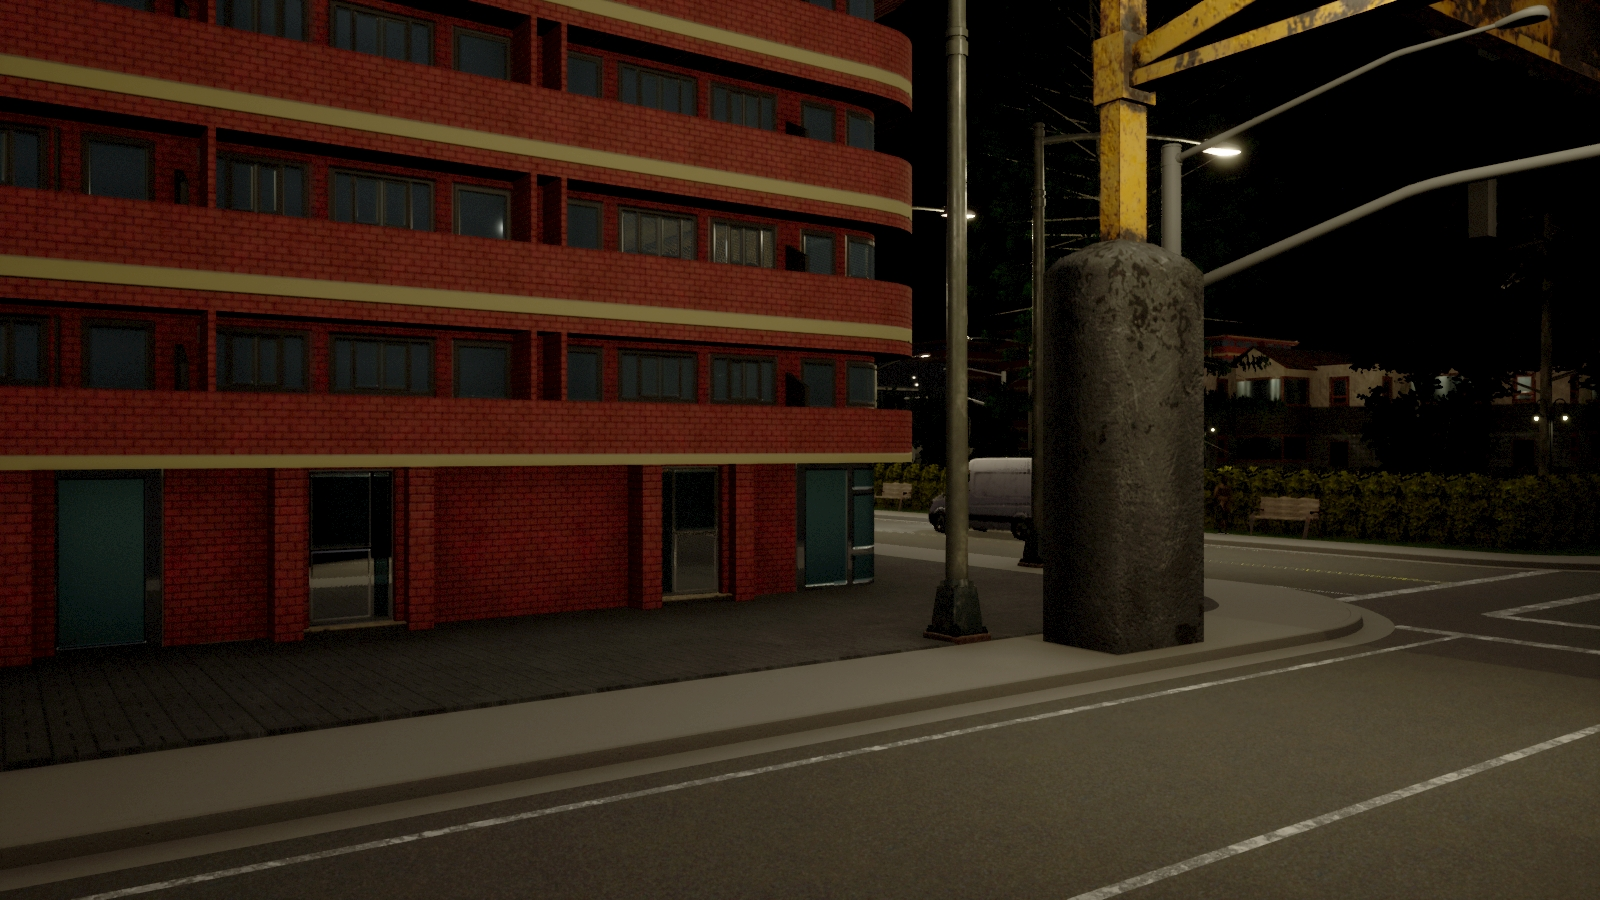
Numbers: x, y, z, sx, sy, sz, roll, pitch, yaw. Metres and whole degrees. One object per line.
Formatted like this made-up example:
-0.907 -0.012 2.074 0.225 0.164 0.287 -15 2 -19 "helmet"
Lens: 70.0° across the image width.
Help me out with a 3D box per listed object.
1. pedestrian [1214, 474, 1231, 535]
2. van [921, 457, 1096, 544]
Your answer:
13.106 1.686 35.449 0.375 1.860 0.375 0 0 -8 "pedestrian"
6.601 1.523 36.970 1.988 2.561 5.915 0 0 -34 "van"
